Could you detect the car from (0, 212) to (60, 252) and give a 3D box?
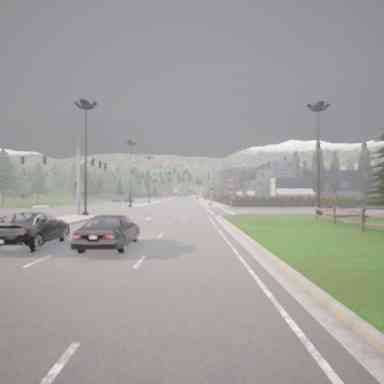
[{"bbox_3d":[-7.008,1.630,14.618,2.128,1.511,4.902,0,0,0],"label":"car"}]

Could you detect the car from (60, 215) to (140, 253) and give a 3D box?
[{"bbox_3d":[-3.510,1.682,14.320,2.033,1.411,5.357,0,-1,0],"label":"car"}]
